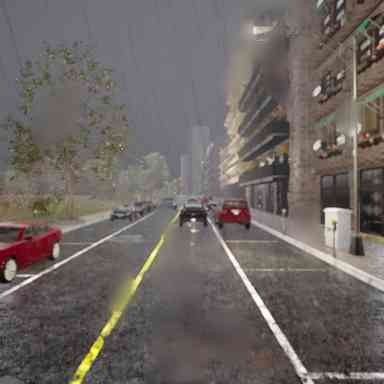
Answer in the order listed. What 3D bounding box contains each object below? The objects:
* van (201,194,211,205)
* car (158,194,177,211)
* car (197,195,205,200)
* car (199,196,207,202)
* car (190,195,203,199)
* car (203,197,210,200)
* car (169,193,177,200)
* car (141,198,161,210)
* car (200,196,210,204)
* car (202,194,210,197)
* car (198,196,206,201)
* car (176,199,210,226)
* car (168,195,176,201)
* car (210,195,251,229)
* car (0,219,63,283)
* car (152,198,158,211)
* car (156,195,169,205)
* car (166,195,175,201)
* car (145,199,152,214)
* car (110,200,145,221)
[{"bbox_3d":[2.548,1.356,61.298,1.690,1.788,3.998,1,0,0],"label":"van"},{"bbox_3d":[-2.859,1.358,40.790,2.097,1.767,4.553,0,0,0],"label":"car"},{"bbox_3d":[2.530,1.607,95.263,1.947,1.339,4.313,1,0,0],"label":"car"},{"bbox_3d":[2.538,1.571,78.281,1.887,1.381,4.507,1,0,0],"label":"car"},{"bbox_3d":[0.082,1.464,41.753,1.801,1.575,5.366,0,0,0],"label":"car"},{"bbox_3d":[2.556,1.572,38.654,1.947,1.339,4.313,1,0,0],"label":"car"},{"bbox_3d":[-5.347,1.355,94.503,2.192,1.841,5.009,1,0,0],"label":"car"},{"bbox_3d":[-5.327,1.559,43.618,2.008,1.369,4.403,1,0,0],"label":"car"},{"bbox_3d":[2.543,1.584,66.959,1.947,1.339,4.313,1,0,0],"label":"car"},{"bbox_3d":[2.551,1.328,55.637,2.192,1.841,5.009,1,0,0],"label":"car"},{"bbox_3d":[2.535,1.597,83.941,1.947,1.339,4.313,1,0,0],"label":"car"},{"bbox_3d":[0.090,1.507,23.319,1.837,1.490,4.892,0,0,0],"label":"car"},{"bbox_3d":[-5.347,1.585,88.850,2.008,1.369,4.403,1,0,0],"label":"car"},{"bbox_3d":[2.566,1.317,21.671,2.192,1.841,5.009,1,0,0],"label":"car"},{"bbox_3d":[-5.312,1.545,9.694,1.887,1.381,4.507,1,0,0],"label":"car"},{"bbox_3d":[-5.324,1.551,37.964,1.887,1.381,4.507,1,0,0],"label":"car"},{"bbox_3d":[-5.333,1.455,60.580,1.967,1.590,4.097,1,0,0],"label":"car"},{"bbox_3d":[-5.344,1.555,83.025,1.752,1.417,4.829,1,0,0],"label":"car"},{"bbox_3d":[-5.322,1.586,32.310,1.802,1.307,4.206,1,0,0],"label":"car"},{"bbox_3d":[-5.319,1.553,26.656,2.008,1.369,4.403,1,0,0],"label":"car"}]
